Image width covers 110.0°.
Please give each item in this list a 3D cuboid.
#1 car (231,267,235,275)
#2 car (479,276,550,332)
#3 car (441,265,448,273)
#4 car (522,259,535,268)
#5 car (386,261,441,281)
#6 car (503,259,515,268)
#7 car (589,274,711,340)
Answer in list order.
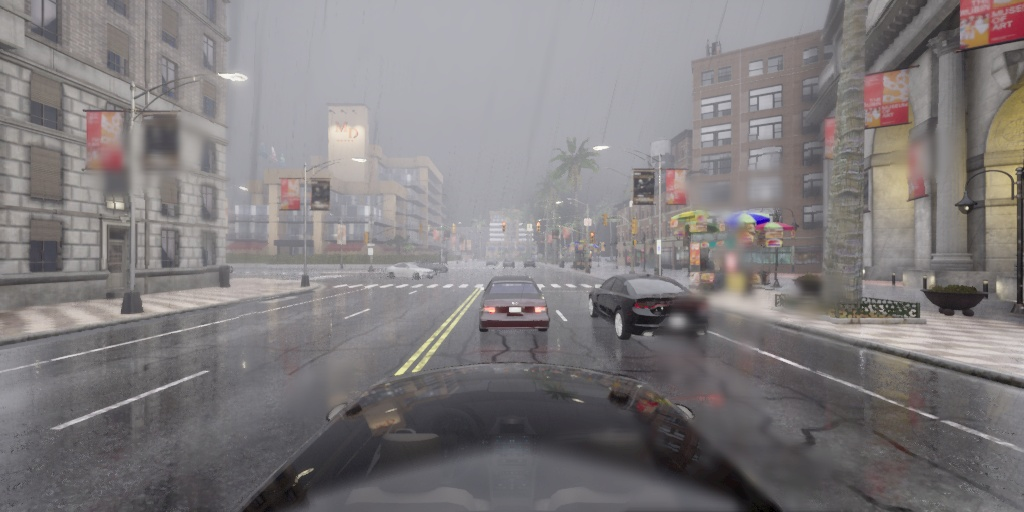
[{"bbox_3d":[-30.817,1.275,36.317,4.674,1.442,1.812,0,0,-1],"label":"car"},{"bbox_3d":[-0.006,1.297,10.846,2.033,1.411,5.357,0,0,-2],"label":"car"},{"bbox_3d":[-9.304,1.241,37.811,4.902,1.511,2.128,0,0,-16],"label":"car"},{"bbox_3d":[2.951,1.255,62.461,1.837,1.490,4.892,0,0,-1],"label":"car"},{"bbox_3d":[-8.642,1.276,30.493,4.674,1.442,1.812,0,-1,29],"label":"car"},{"bbox_3d":[-0.548,1.241,62.313,2.128,1.511,4.902,0,0,-1],"label":"car"},{"bbox_3d":[3.485,1.228,10.031,1.882,1.535,5.008,0,0,0],"label":"car"}]
